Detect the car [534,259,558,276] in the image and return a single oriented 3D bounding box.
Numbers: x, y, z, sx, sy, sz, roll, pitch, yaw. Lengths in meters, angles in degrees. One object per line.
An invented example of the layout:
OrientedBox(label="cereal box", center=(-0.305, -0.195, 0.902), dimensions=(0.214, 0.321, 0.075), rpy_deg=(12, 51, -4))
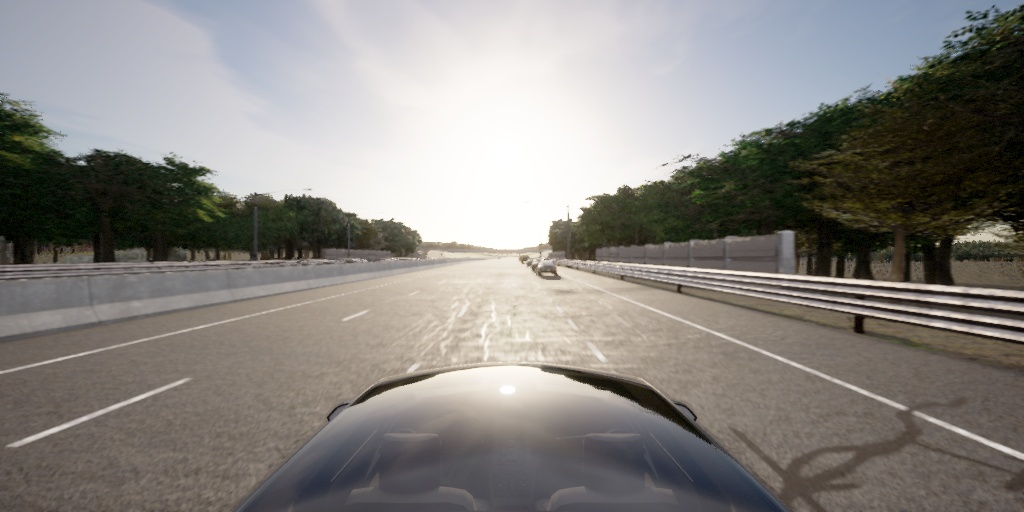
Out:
OrientedBox(label="car", center=(3.536, 1.230, 36.840), dimensions=(1.812, 1.442, 4.674), rpy_deg=(0, 0, 0))

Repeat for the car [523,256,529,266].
OrientedBox(label="car", center=(3.564, 1.174, 64.793), dimensions=(2.128, 1.511, 4.902), rpy_deg=(0, 0, 0))

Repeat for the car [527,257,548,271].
OrientedBox(label="car", center=(3.546, 1.204, 47.333), dimensions=(2.128, 1.511, 4.902), rpy_deg=(0, 0, 0))
